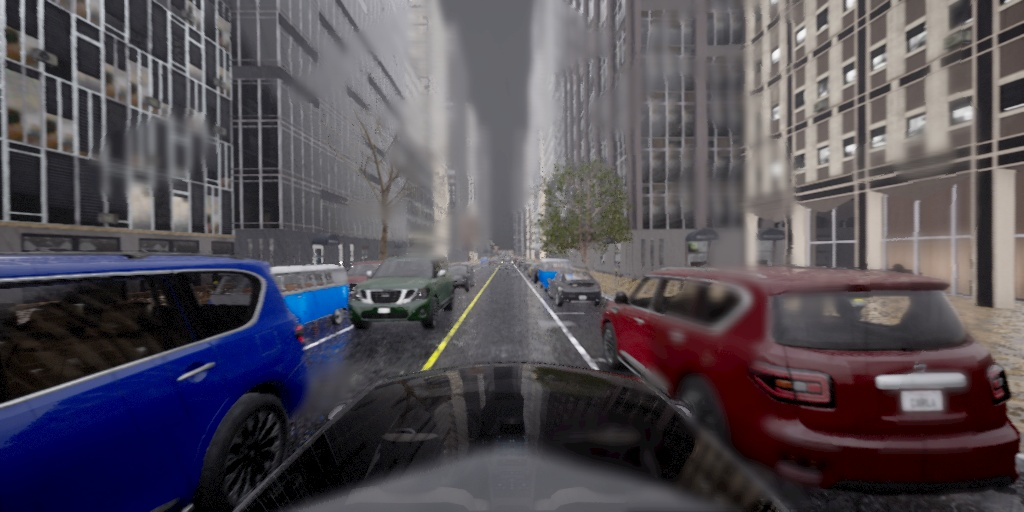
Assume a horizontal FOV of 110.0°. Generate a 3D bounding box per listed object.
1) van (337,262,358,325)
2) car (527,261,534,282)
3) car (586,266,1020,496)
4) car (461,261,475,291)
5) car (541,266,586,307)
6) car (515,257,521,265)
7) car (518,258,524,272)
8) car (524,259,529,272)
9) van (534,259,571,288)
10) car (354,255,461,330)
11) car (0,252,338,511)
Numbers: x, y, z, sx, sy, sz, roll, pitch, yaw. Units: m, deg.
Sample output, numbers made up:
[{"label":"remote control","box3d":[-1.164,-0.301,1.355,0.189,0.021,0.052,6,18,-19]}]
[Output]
[{"label":"van","box3d":[-5.764,1.139,9.345,1.690,1.789,3.998,0,0,-1]},{"label":"car","box3d":[2.376,1.277,26.549,1.948,1.339,4.313,0,0,-1]},{"label":"car","box3d":[2.682,1.038,4.744,2.192,1.841,5.009,0,0,-1]},{"label":"car","box3d":[-3.346,1.272,21.827,1.837,1.490,4.892,-1,0,-1]},{"label":"car","box3d":[2.536,1.269,15.154,2.007,1.370,4.403,0,0,-1]},{"label":"car","box3d":[1.896,1.248,60.733,1.948,1.339,4.313,0,0,-1]},{"label":"car","box3d":[2.136,1.248,43.640,2.007,1.370,4.403,0,0,-1]},{"label":"car","box3d":[2.294,1.232,32.416,1.751,1.417,4.829,0,0,-1]},{"label":"van","box3d":[2.456,1.056,20.851,1.690,1.789,3.998,0,0,-1]},{"label":"car","box3d":[-3.216,0.994,11.665,2.150,2.045,5.566,-1,0,-1]},{"label":"car","box3d":[-3.068,1.000,1.305,2.150,2.045,5.566,-1,0,-1]}]
